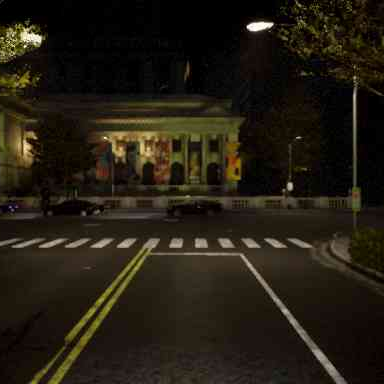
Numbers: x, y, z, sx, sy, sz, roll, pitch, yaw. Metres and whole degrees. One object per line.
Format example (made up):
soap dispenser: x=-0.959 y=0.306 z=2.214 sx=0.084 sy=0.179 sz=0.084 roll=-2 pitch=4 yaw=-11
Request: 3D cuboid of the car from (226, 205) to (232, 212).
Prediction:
car: x=1.489 y=1.528 z=32.795 sx=4.718 sy=1.301 sz=1.895 roll=0 pitch=0 yaw=0

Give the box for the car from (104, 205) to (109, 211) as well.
car: x=-10.813 y=1.528 z=32.868 sx=4.718 sy=1.301 sz=1.895 roll=0 pitch=0 yaw=0

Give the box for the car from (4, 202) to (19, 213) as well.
car: x=-19.975 y=1.527 z=32.924 sx=4.718 sy=1.301 sz=1.895 roll=0 pitch=0 yaw=0

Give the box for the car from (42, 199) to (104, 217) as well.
car: x=-10.659 y=1.439 z=29.368 sx=4.892 sy=1.490 sz=1.837 roll=0 pitch=0 yaw=0

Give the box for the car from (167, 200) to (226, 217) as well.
car: x=0.237 y=1.427 z=29.306 sx=4.902 sy=1.511 sz=2.128 roll=0 pitch=0 yaw=0

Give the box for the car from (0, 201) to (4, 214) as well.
car: x=-19.843 y=1.439 z=29.422 sx=4.892 sy=1.490 sz=1.837 roll=0 pitch=0 yaw=0
